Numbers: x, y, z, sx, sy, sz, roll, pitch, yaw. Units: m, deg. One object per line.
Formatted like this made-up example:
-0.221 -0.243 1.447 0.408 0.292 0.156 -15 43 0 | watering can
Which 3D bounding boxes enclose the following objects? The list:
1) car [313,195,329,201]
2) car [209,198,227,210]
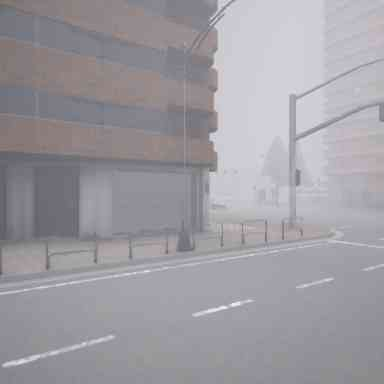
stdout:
29.500 1.439 78.021 5.357 1.411 2.033 0 0 -27 | car
2.559 1.565 43.864 1.812 1.442 4.674 0 0 -35 | car
